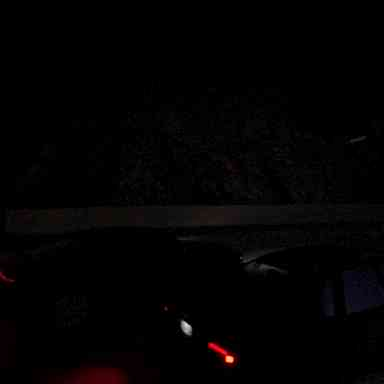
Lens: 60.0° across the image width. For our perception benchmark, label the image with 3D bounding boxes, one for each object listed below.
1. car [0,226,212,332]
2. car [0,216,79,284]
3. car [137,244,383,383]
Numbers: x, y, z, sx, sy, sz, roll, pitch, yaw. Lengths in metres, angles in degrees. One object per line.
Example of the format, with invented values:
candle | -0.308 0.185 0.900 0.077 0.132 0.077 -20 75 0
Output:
car | -1.174 1.429 6.750 5.008 1.535 1.882 0 0 -32
car | -5.832 1.473 8.260 5.357 1.411 2.033 0 0 -34
car | 2.151 1.522 4.786 5.357 1.411 2.033 0 0 -28
